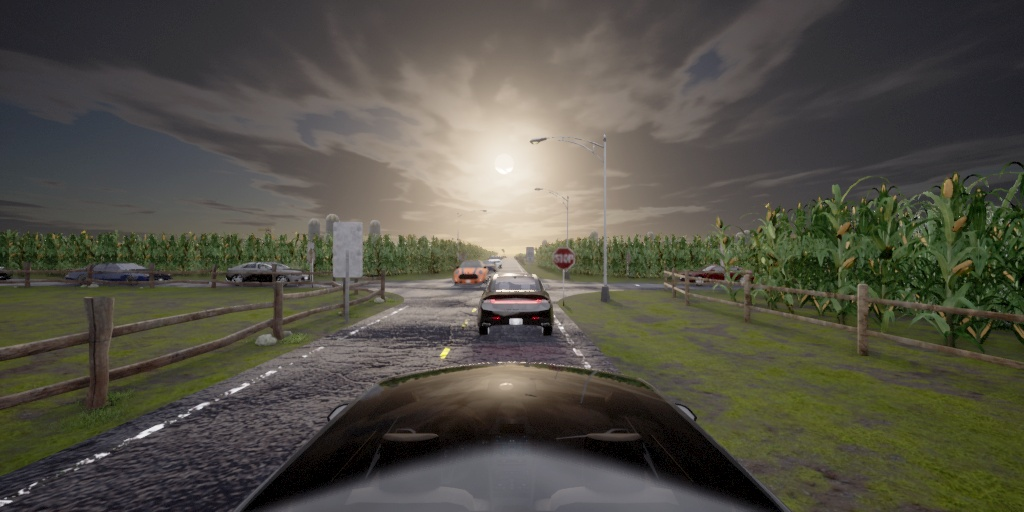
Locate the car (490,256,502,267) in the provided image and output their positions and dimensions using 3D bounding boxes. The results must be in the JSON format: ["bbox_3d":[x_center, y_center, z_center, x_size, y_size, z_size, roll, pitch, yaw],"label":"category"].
[{"bbox_3d":[-2.873,0.950,60.204,2.150,2.045,5.566,0,0,1],"label":"car"}]

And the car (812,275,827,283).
[{"bbox_3d":[24.187,1.438,25.874,4.892,1.490,1.837,0,-1,0],"label":"car"}]

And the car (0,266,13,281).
[{"bbox_3d":[-35.983,0.895,23.455,4.553,1.767,2.097,0,-1,0],"label":"car"}]

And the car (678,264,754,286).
[{"bbox_3d":[14.723,1.346,25.959,5.008,1.535,1.882,0,-1,1],"label":"car"}]

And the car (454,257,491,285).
[{"bbox_3d":[-2.881,1.099,25.873,2.097,1.767,4.553,0,0,0],"label":"car"}]

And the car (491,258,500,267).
[{"bbox_3d":[-2.898,1.285,44.938,2.033,1.411,5.357,0,0,0],"label":"car"}]

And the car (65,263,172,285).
[{"bbox_3d":[-25.522,1.144,23.353,5.357,1.411,2.033,0,-1,0],"label":"car"}]

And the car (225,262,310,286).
[{"bbox_3d":[-15.730,1.141,23.229,4.902,1.511,2.128,0,-1,2],"label":"car"}]

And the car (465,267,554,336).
[{"bbox_3d":[0.088,1.242,10.384,2.128,1.511,4.902,0,0,0],"label":"car"}]
